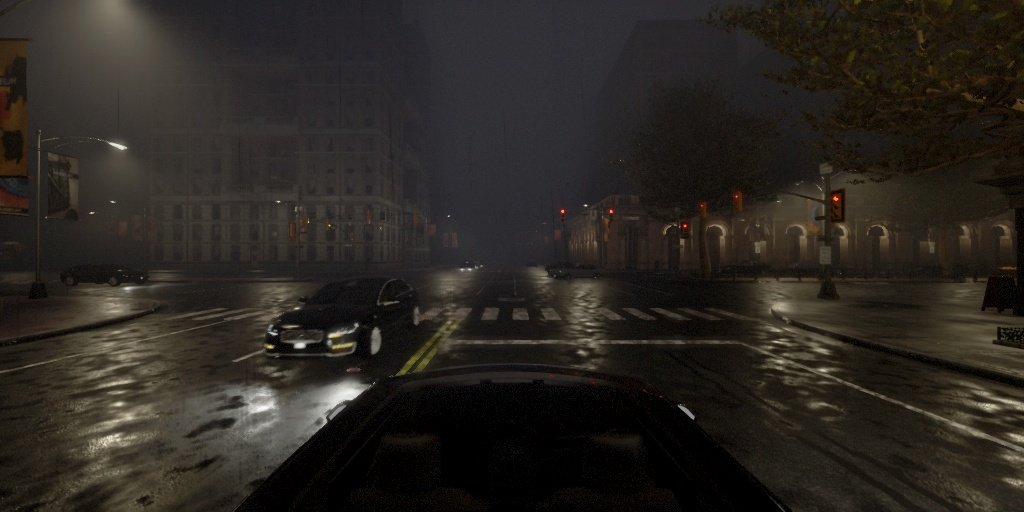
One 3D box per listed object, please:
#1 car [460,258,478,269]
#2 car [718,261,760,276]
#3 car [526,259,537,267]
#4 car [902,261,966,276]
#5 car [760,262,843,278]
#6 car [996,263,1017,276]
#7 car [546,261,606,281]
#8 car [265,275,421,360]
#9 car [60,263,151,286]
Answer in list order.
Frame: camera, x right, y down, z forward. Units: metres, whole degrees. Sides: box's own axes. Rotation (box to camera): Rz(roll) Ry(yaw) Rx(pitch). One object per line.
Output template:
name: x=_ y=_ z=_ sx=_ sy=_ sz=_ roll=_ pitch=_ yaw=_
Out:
car: x=-7.152 y=1.314 z=58.088 sx=1.994 sy=1.385 sz=4.181 roll=0 pitch=0 yaw=0
car: x=23.285 y=1.240 z=35.926 sx=4.902 sy=1.511 sz=2.128 roll=0 pitch=0 yaw=0
car: x=3.513 y=1.297 z=64.859 sx=2.033 sy=1.411 sz=5.357 roll=0 pitch=0 yaw=0
car: x=42.061 y=1.241 z=35.839 sx=4.902 sy=1.511 sz=2.128 roll=0 pitch=0 yaw=0
car: x=26.069 y=1.297 z=32.414 sx=5.357 sy=1.411 sz=2.033 roll=0 pitch=0 yaw=0
car: x=46.863 y=1.227 z=32.306 sx=5.008 sy=1.535 sz=1.882 roll=0 pitch=0 yaw=1
car: x=5.515 y=1.351 z=30.418 sx=4.718 sy=1.301 sz=1.895 roll=0 pitch=0 yaw=-25
car: x=-3.531 y=1.255 z=8.467 sx=1.837 sy=1.490 sz=4.892 roll=0 pitch=0 yaw=1
car: x=-27.649 y=1.255 z=24.442 sx=4.892 sy=1.490 sz=1.837 roll=0 pitch=0 yaw=0
